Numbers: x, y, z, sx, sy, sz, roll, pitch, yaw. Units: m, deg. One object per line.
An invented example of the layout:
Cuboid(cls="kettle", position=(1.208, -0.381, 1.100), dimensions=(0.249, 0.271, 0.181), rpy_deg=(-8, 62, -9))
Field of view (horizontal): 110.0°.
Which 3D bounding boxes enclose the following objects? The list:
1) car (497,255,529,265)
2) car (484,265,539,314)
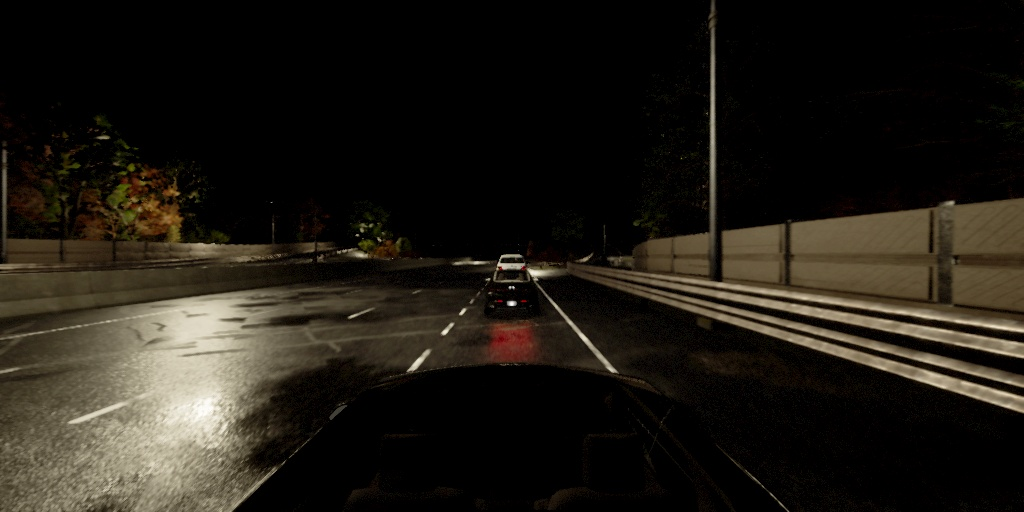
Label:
Cuboid(cls="car", position=(0.069, 0.959, 26.474), dimensions=(2.150, 2.045, 5.566), rpy_deg=(0, 0, 2))
Cuboid(cls="car", position=(-0.008, 1.249, 13.781), dimensions=(1.837, 1.490, 4.892), rpy_deg=(0, 0, 0))
